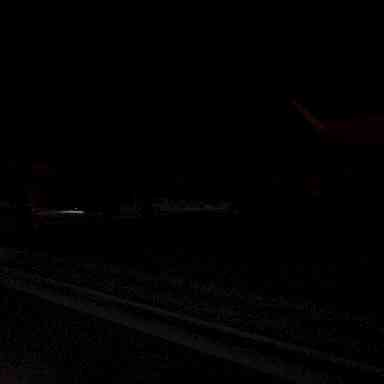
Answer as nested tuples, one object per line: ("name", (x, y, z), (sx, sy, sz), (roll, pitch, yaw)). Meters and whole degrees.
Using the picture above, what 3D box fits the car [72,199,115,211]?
("car", (-11.913, 1.548, 40.764), (2.033, 1.411, 5.357), (0, 0, 34))

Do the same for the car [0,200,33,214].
("car", (-17.750, 1.526, 32.082), (1.812, 1.442, 4.674), (0, 0, 34))

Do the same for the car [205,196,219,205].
("car", (3.486, 1.505, 58.535), (1.837, 1.490, 4.892), (0, 0, 14))
